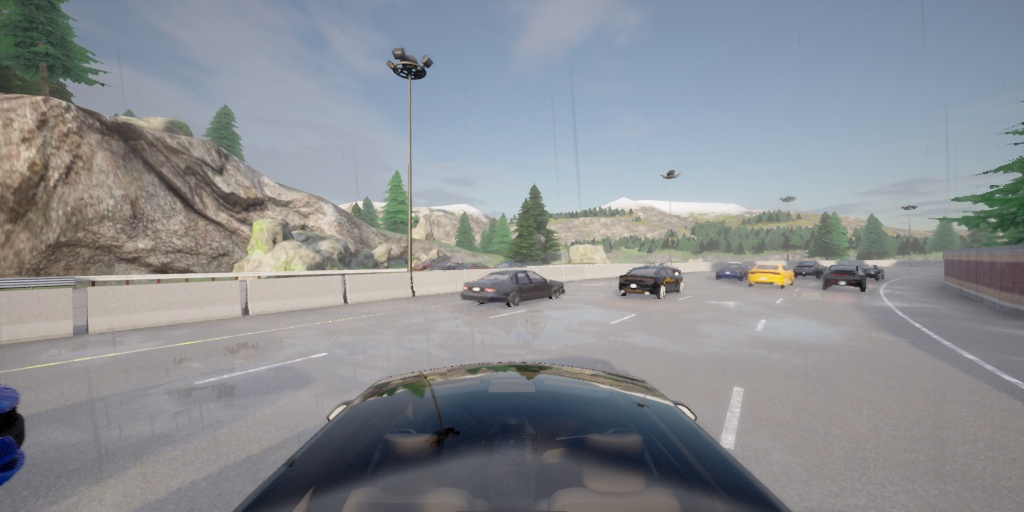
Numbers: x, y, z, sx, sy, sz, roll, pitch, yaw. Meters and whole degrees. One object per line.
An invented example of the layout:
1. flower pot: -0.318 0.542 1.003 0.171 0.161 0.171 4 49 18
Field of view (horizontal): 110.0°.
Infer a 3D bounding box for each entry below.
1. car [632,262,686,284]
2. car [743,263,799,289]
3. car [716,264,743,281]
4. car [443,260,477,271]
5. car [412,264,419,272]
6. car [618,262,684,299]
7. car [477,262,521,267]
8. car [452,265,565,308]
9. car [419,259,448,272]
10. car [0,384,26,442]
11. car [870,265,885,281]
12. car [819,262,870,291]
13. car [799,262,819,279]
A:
1. car: 11.498 1.241 27.905 4.902 1.511 2.128 0 0 -45
2. car: 17.128 1.228 23.619 5.008 1.535 1.882 0 0 -44
3. car: 18.647 1.314 29.858 4.181 1.385 1.994 0 0 -42
4. car: -3.721 1.314 32.529 1.994 1.385 4.181 0 0 43
5. car: -8.469 1.102 37.687 2.097 1.767 4.553 0 0 43
6. car: 7.157 1.227 18.188 1.882 1.535 5.008 0 0 41
7. car: -0.445 1.275 30.938 1.812 1.442 4.674 0 0 43
8. car: 0.219 1.297 15.391 2.033 1.411 5.357 0 0 38
9. car: -6.134 1.241 35.086 2.128 1.511 4.902 0 0 43
10. car: -5.629 1.227 1.046 1.882 1.535 5.008 0 0 32
11. car: 29.700 1.351 30.063 4.718 1.301 1.895 0 0 -39
12. car: 20.322 1.256 21.857 4.892 1.490 1.837 0 0 -44
13. car: 27.008 1.241 32.365 4.902 1.511 2.128 0 0 -39
